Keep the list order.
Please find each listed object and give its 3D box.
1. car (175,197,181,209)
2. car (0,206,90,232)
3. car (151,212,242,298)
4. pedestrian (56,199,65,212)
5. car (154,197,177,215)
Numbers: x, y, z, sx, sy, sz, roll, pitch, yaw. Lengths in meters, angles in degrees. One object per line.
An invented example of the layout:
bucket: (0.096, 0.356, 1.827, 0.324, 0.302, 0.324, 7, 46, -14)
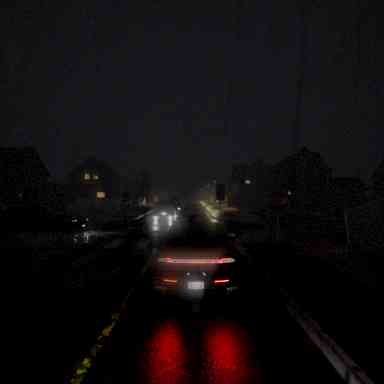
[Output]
car: (-2.902, 1.734, 45.303, 1.895, 1.301, 4.718, 0, 0, 0)
car: (-8.587, 1.483, 18.639, 5.357, 1.411, 2.033, 0, -3, 7)
car: (0.129, 1.503, 8.523, 2.128, 1.511, 4.902, 0, 0, 1)
pedestrian: (-9.846, 1.407, 24.850, 0.375, 1.860, 0.375, 0, -3, -1)
car: (-2.906, 1.616, 35.229, 1.812, 1.442, 4.674, 0, 0, 0)
